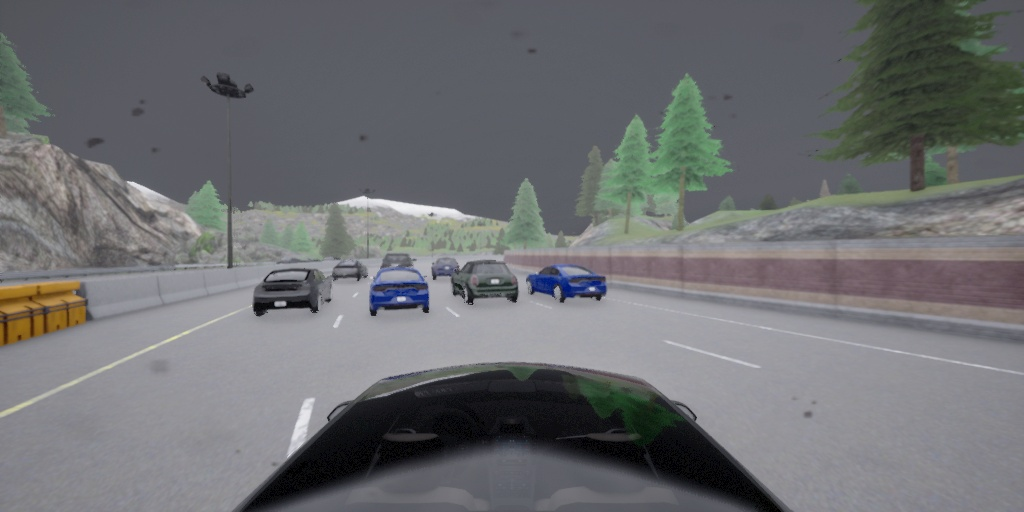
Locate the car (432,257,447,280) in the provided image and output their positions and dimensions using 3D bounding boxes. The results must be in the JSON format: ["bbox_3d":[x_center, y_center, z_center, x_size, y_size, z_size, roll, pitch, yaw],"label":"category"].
[{"bbox_3d":[-5.344,0.892,28.911,2.097,1.767,4.553,0,0,-13],"label":"car"}]

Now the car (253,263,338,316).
[{"bbox_3d":[-7.895,1.192,13.278,1.837,1.490,4.892,0,1,-19],"label":"car"}]

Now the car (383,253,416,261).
[{"bbox_3d":[-8.491,0.794,26.969,2.150,2.045,5.566,0,1,-14],"label":"car"}]

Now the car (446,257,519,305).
[{"bbox_3d":[-1.352,0.987,15.769,2.097,1.767,4.553,0,0,-19],"label":"car"}]

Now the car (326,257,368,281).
[{"bbox_3d":[-12.100,1.078,27.066,2.128,1.511,4.902,0,1,-13],"label":"car"}]

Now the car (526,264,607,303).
[{"bbox_3d":[2.241,1.095,16.069,1.882,1.535,5.008,0,1,-20],"label":"car"}]

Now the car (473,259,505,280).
[{"bbox_3d":[-2.006,1.022,29.981,1.837,1.490,4.892,0,1,-13],"label":"car"}]

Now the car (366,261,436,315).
[{"bbox_3d":[-4.216,1.146,13.339,1.882,1.535,5.008,0,1,-20],"label":"car"}]
